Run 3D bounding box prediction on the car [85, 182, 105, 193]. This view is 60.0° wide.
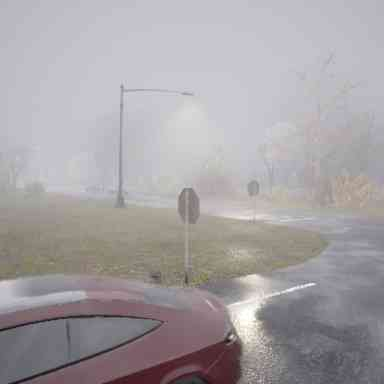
[{"bbox_3d":[-17.405,-0.820,60.030,2.150,2.045,5.566,0,2,-36],"label":"car"}]

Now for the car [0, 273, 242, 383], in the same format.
[{"bbox_3d":[-1.635,1.528,2.707,4.674,1.442,1.812,0,0,-35],"label":"car"}]

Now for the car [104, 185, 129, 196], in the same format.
[{"bbox_3d":[-11.591,-0.118,51.904,1.895,1.301,4.718,0,2,-36],"label":"car"}]
